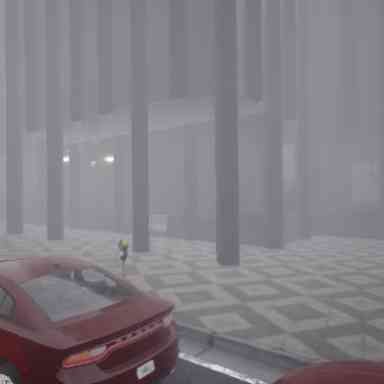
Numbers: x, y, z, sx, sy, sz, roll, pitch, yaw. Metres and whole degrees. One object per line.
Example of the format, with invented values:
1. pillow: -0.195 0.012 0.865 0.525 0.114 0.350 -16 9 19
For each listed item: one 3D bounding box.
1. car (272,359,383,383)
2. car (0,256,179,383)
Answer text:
1. car: 2.321 1.540 1.199 4.507 1.381 1.887 0 -1 36
2. car: -2.254 1.558 4.472 4.507 1.381 1.887 0 -1 36
